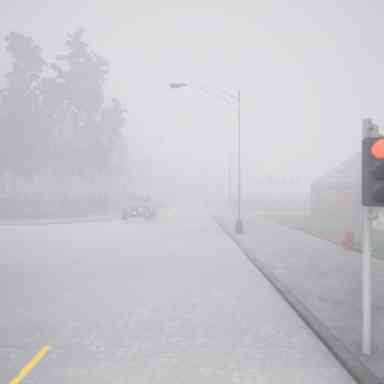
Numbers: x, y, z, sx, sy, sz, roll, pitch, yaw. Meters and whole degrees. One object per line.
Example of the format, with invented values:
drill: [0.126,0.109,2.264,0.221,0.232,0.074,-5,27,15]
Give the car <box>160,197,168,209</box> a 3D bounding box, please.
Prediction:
car: [-4.268,1.514,45.781,1.837,1.490,4.892,0,0,0]

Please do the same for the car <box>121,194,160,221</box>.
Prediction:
car: [-4.245,1.227,27.510,2.150,2.045,5.566,0,0,1]
